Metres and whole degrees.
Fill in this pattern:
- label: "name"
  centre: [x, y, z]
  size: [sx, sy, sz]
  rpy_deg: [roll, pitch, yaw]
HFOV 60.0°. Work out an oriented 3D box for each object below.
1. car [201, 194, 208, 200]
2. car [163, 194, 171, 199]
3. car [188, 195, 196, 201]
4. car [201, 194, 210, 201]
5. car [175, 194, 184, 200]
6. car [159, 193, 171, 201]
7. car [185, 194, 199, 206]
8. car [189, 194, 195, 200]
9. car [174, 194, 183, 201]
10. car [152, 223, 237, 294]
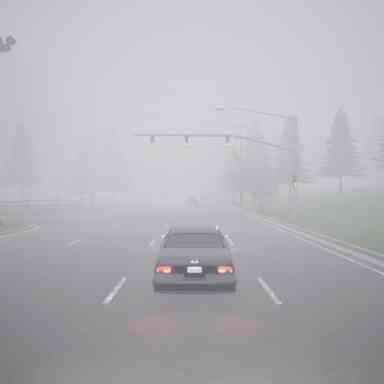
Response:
- label: "car"
  centre: [3.490, 1.304, 94.031]
  size: [1.882, 1.535, 5.008]
  rpy_deg: [0, 0, 0]
- label: "car"
  centre: [-7.010, 1.379, 94.030]
  size: [1.994, 1.385, 4.181]
  rpy_deg: [0, 0, 0]
- label: "car"
  centre: [-0.009, 1.526, 83.611]
  size: [2.033, 1.411, 5.357]
  rpy_deg: [0, 0, 0]
- label: "car"
  centre: [3.491, 1.486, 83.611]
  size: [1.837, 1.490, 4.892]
  rpy_deg: [0, 0, 0]
- label: "car"
  centre: [-3.510, 1.351, 94.030]
  size: [2.128, 1.511, 4.902]
  rpy_deg: [0, 0, 0]
- label: "car"
  centre: [-7.009, 1.211, 83.640]
  size: [2.150, 2.045, 5.566]
  rpy_deg: [0, 0, 0]
- label: "car"
  centre: [-0.008, 1.348, 52.968]
  size: [2.097, 1.767, 4.553]
  rpy_deg: [0, 0, 0]
- label: "car"
  centre: [-0.010, 1.304, 94.031]
  size: [1.882, 1.535, 5.008]
  rpy_deg: [0, 0, 0]
- label: "car"
  centre: [-3.509, 1.511, 84.027]
  size: [1.812, 1.442, 4.674]
  rpy_deg: [0, 0, 0]
- label: "car"
  centre: [0.065, 1.547, 8.929]
  size: [2.033, 1.411, 5.357]
  rpy_deg: [0, 0, 0]
